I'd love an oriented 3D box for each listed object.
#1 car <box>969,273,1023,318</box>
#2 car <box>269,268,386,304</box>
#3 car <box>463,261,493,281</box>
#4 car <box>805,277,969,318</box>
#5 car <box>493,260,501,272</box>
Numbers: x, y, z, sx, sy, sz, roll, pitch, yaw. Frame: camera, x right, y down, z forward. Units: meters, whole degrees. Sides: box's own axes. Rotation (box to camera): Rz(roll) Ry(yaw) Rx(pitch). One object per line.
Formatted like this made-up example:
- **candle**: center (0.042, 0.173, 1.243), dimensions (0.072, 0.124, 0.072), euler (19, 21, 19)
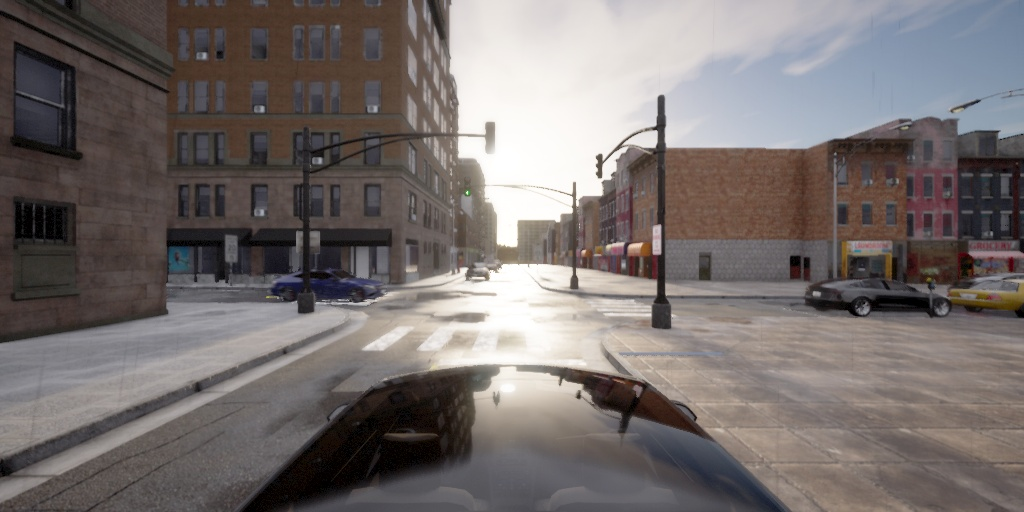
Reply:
- **car**: center (18.998, 1.447, 13.112), dimensions (4.829, 1.417, 1.751), euler (0, 0, 0)
- **car**: center (-7.949, 1.262, 15.640), dimensions (4.674, 1.442, 1.812), euler (1, 0, 0)
- **car**: center (-2.875, 1.294, 30.834), dimensions (1.812, 1.442, 4.674), euler (0, 0, 0)
- **car**: center (13.205, 1.443, 13.094), dimensions (4.313, 1.339, 1.948), euler (0, 0, 0)
- **car**: center (-2.879, 1.418, 46.533), dimensions (1.994, 1.385, 4.181), euler (0, 0, 0)
